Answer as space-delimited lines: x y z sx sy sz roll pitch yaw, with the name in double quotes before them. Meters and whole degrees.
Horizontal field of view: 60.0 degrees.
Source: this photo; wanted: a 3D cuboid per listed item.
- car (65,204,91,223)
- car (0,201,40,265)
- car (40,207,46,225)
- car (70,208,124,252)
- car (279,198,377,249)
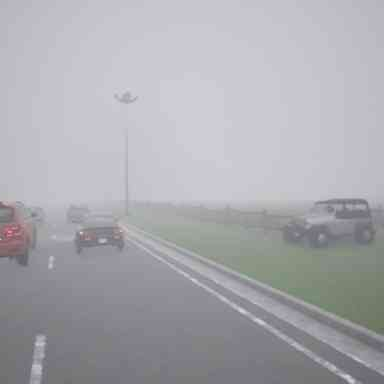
"car" -9.555 1.719 27.994 2.128 1.511 4.902 0 0 -21
"car" -6.913 1.348 11.889 2.150 2.045 5.566 0 0 -22
"car" -12.454 1.791 25.789 2.033 1.411 5.357 0 0 -22
"car" -4.141 1.633 14.432 1.812 1.442 4.674 0 0 -21
"car" 5.702 1.221 13.767 3.866 1.878 1.905 0 0 -22
